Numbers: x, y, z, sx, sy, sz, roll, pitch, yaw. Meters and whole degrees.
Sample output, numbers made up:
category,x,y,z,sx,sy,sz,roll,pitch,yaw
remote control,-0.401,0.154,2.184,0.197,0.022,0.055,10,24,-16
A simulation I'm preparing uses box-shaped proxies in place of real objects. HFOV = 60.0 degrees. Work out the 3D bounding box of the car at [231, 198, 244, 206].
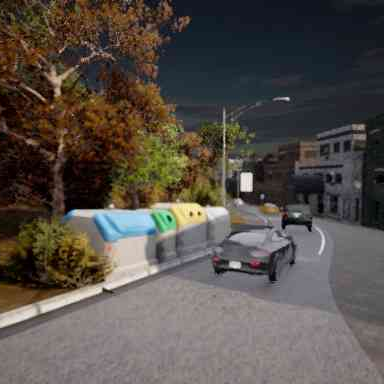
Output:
category,x,y,z,sx,sy,sz,roll,pitch,yaw
car,8.660,1.973,64.723,1.812,1.442,4.674,0,2,-10

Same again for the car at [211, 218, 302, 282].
category,x,y,z,sx,sy,sz,roll,pitch,yaw
car,2.127,1.770,10.647,1.812,1.442,4.674,1,-1,26

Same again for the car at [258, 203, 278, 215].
category,x,y,z,sx,sy,sz,roll,pitch,yaw
car,10.769,2.337,47.313,1.882,1.535,5.008,0,0,0

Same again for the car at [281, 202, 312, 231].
category,x,y,z,sx,sy,sz,roll,pitch,yaw
car,8.217,1.848,26.244,2.150,2.045,5.566,1,-1,16
